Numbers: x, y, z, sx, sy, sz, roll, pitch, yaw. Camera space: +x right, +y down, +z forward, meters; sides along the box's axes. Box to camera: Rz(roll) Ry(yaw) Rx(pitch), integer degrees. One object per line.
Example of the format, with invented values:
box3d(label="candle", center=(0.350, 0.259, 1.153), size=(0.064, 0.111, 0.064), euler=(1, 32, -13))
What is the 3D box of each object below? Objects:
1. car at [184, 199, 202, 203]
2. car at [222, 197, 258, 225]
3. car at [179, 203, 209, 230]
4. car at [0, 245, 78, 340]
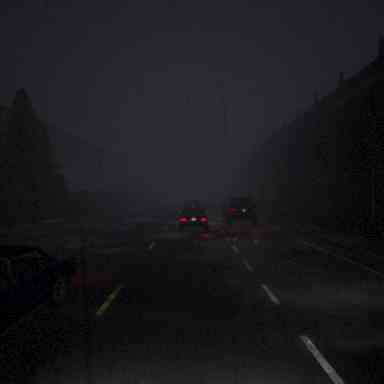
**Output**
box3d(label="car", center=(0.137, 1.576, 38.605), size=(2.097, 1.767, 4.553), euler=(0, 0, 0))
box3d(label="car", center=(3.621, 1.374, 25.779), size=(2.150, 2.045, 5.566), euler=(0, 0, 0))
box3d(label="car", center=(0.113, 1.673, 21.901), size=(2.033, 1.411, 5.357), euler=(0, 0, 1))
box3d(label="car", center=(-3.556, 1.632, 5.364), size=(1.895, 1.301, 4.718), euler=(0, 0, 1))
